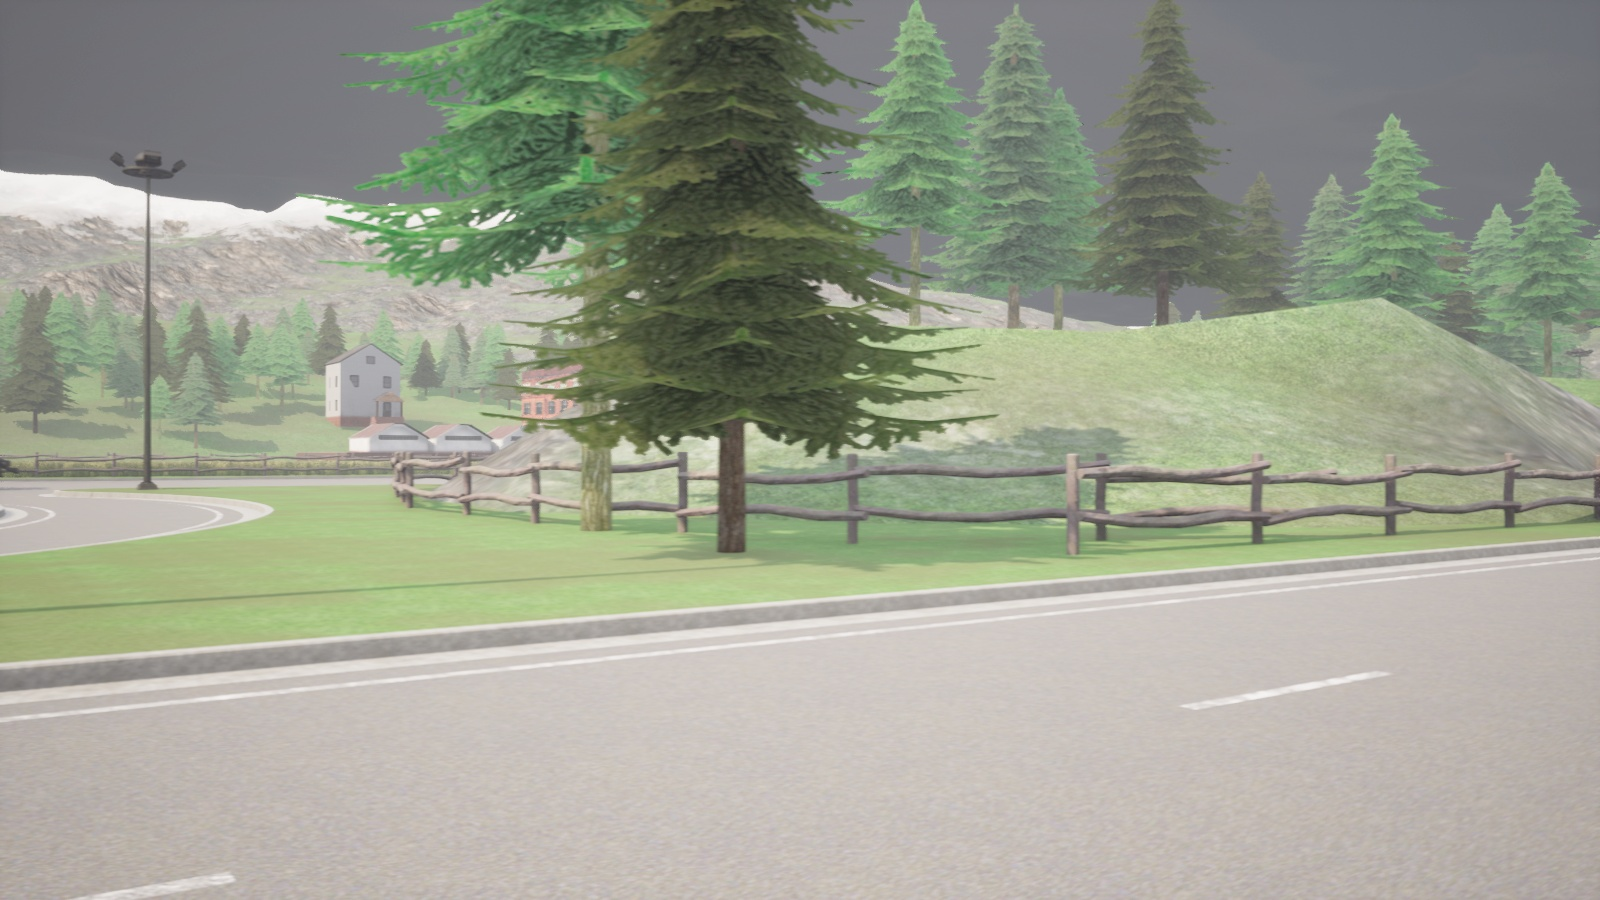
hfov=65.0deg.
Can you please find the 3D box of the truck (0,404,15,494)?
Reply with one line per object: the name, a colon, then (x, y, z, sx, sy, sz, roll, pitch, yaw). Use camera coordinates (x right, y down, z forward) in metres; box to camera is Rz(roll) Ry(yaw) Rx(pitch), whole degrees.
truck: (-34.429, -0.048, 47.488, 7.936, 3.462, 2.891, 0, 0, -35)
